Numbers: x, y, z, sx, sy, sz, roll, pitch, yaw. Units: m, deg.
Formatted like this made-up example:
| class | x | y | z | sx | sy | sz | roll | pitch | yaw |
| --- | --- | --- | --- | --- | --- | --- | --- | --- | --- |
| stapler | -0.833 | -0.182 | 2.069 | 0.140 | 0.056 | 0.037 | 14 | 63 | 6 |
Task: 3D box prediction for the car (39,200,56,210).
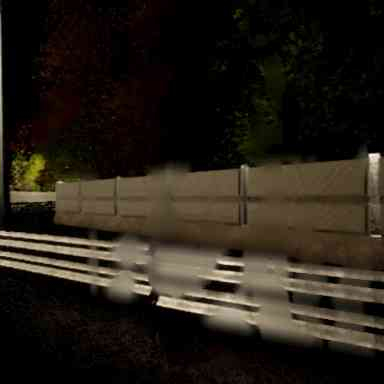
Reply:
| class | x | y | z | sx | sy | sz | roll | pitch | yaw |
| --- | --- | --- | --- | --- | --- | --- | --- | --- | --- |
| car | -23.355 | 2.152 | 55.447 | 1.882 | 1.535 | 5.008 | -1 | 0 | 13 |
